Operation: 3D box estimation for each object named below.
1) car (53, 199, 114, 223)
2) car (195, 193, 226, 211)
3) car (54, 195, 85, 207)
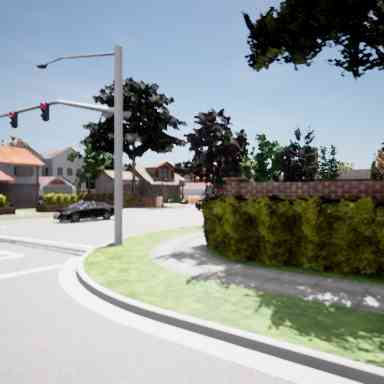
[{"bbox_3d":[-8.135,1.467,25.410,2.128,1.511,4.902,0,0,35],"label":"car"},{"bbox_3d":[2.604,1.197,40.716,2.150,2.045,5.566,0,0,35],"label":"car"},{"bbox_3d":[-15.999,1.125,43.440,3.806,1.475,1.970,0,0,36],"label":"car"}]
